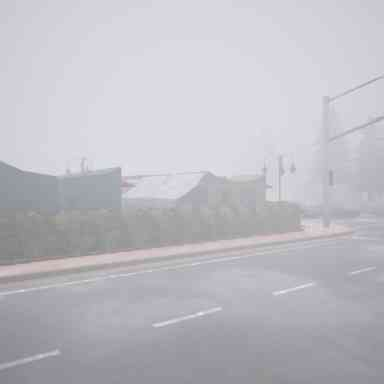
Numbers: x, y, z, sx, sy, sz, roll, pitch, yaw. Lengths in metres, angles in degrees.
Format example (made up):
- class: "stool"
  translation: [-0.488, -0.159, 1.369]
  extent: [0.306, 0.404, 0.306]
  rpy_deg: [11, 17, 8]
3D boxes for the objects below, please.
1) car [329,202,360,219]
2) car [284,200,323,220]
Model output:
- class: "car"
  translation: [12.283, 1.564, 28.997]
  extent: [1.994, 1.385, 4.181]
  rpy_deg: [0, 0, -39]
- class: "car"
  translation: [8.509, 1.501, 28.060]
  extent: [1.837, 1.490, 4.892]
  rpy_deg: [0, 1, -37]
